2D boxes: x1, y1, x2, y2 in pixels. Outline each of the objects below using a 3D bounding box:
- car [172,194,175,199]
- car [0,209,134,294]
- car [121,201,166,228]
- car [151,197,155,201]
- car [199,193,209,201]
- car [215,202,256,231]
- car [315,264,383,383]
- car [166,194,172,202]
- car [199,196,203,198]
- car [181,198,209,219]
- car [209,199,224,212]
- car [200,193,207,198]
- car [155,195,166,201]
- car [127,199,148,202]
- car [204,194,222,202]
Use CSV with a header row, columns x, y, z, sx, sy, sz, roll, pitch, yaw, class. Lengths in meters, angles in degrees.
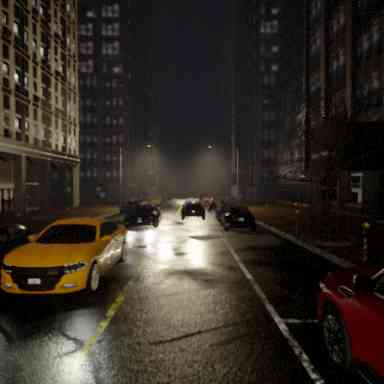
x,y,z,sx,sy,sz,roll,pitch,yaw,class
-5.686,1.312,76.913,2.008,1.369,4.403,-1,0,0,car
-3.042,1.455,8.957,1.882,1.535,5.008,0,0,0,car
-3.063,1.507,21.491,1.994,1.385,4.181,0,0,0,car
-5.661,1.466,37.194,1.947,1.339,4.313,-1,0,0,car
2.691,1.076,76.853,2.192,1.841,5.009,-1,0,0,car
2.682,1.513,20.110,1.947,1.339,4.313,-1,0,0,car
2.713,1.308,2.600,2.192,1.841,5.009,-1,0,0,car
-5.690,1.354,65.564,2.008,1.369,4.403,-1,0,0,car
0.107,1.476,44.712,1.895,1.301,4.718,0,0,0,car
0.106,1.489,28.178,1.994,1.385,4.181,0,0,0,car
2.684,1.483,25.783,2.008,1.369,4.403,-1,0,0,car
2.688,1.283,54.155,1.967,1.590,4.097,-1,0,0,car
-5.676,1.369,54.046,1.752,1.417,4.829,-1,0,0,car
-5.662,1.498,31.521,1.802,1.307,4.206,-1,0,0,car
2.684,1.340,37.132,1.967,1.590,4.097,-1,0,0,car
